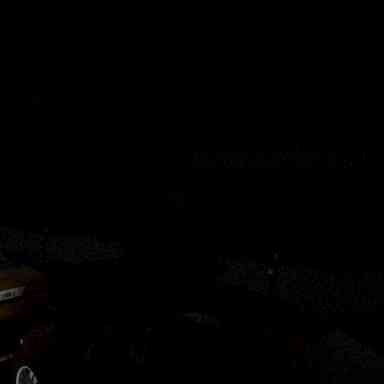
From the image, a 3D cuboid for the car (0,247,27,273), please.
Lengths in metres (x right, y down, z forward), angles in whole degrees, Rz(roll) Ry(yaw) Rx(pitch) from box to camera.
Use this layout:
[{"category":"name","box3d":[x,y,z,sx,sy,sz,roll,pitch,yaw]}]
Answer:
[{"category":"car","box3d":[-4.670,1.523,6.419,4.829,1.417,1.752,0,1,36]}]

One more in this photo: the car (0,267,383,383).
[{"category":"car","box3d":[0.011,1.581,3.070,4.206,1.307,1.802,0,1,36]}]
